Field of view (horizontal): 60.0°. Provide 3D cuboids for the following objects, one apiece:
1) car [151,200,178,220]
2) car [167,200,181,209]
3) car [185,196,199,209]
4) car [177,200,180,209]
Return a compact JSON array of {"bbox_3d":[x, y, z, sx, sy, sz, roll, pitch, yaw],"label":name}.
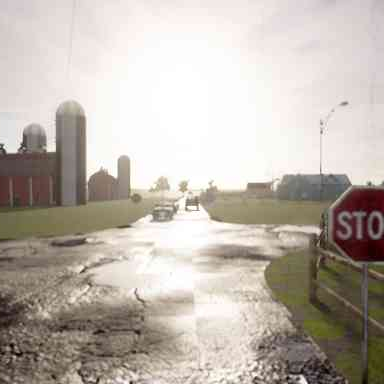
[{"bbox_3d":[-2.674,1.739,30.685,2.128,1.511,4.902,0,0,-4],"label":"car"},{"bbox_3d":[-2.930,1.989,54.618,2.033,1.411,5.357,0,0,0],"label":"car"},{"bbox_3d":[0.006,1.661,54.394,2.150,2.045,5.566,0,0,0],"label":"car"},{"bbox_3d":[-2.919,1.910,42.824,1.994,1.385,4.181,0,-1,0],"label":"car"}]
